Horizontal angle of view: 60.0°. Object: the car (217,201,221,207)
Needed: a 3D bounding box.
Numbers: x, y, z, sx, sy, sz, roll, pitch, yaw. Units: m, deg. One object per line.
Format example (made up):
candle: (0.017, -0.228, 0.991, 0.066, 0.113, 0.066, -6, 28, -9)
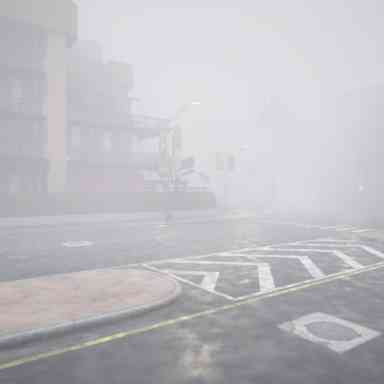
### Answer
car: (2.165, 1.491, 48.636, 2.128, 1.511, 4.902, 0, 0, -35)
